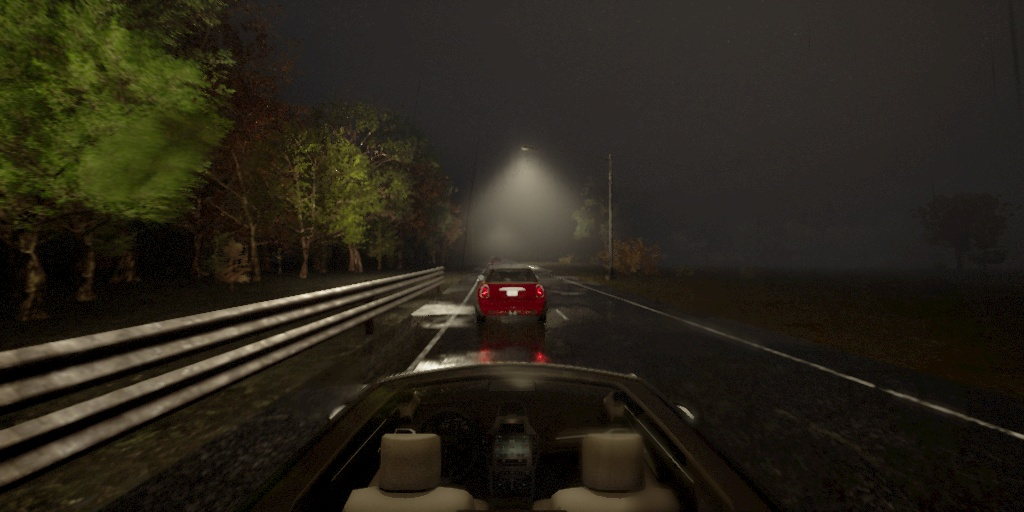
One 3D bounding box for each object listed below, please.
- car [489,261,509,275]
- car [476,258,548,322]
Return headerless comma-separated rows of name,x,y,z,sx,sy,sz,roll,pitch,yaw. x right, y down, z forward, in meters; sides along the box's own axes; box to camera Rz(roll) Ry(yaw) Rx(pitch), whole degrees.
car,-1.400,1.228,37.782,1.994,1.385,4.181,0,0,-3
car,-0.098,1.077,12.313,2.097,1.767,4.553,0,0,-3
